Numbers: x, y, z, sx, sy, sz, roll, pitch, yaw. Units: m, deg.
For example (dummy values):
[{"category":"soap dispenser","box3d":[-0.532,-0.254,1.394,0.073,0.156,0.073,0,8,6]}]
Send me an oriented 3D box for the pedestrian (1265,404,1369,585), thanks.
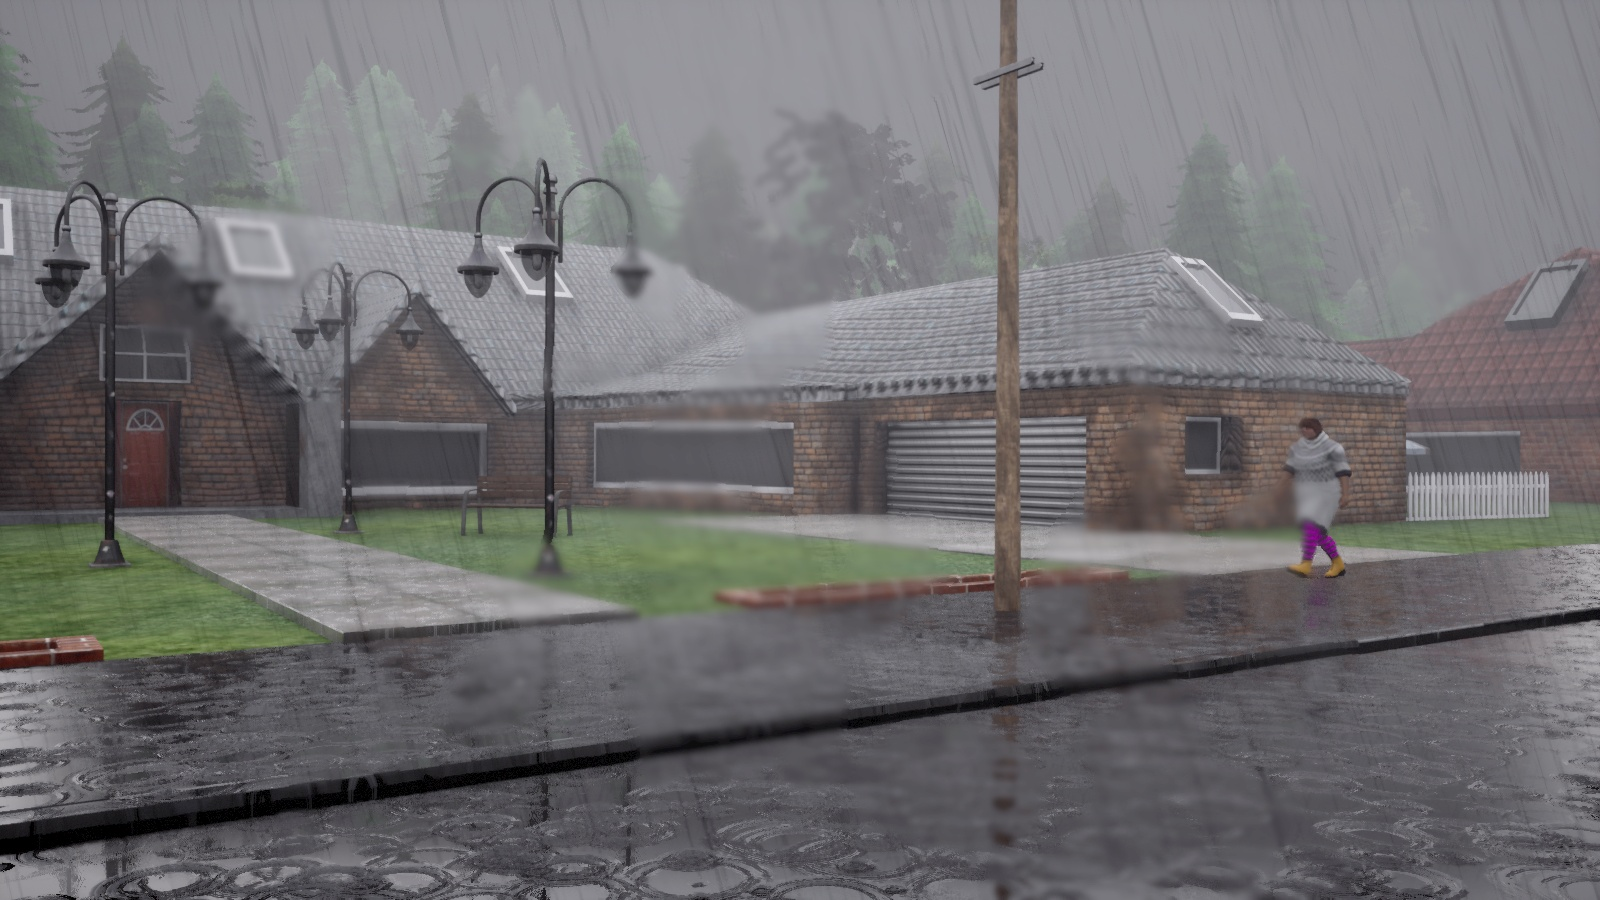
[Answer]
[{"category":"pedestrian","box3d":[5.770,0.477,14.027,0.873,1.952,0.659,0,0,-24]}]
